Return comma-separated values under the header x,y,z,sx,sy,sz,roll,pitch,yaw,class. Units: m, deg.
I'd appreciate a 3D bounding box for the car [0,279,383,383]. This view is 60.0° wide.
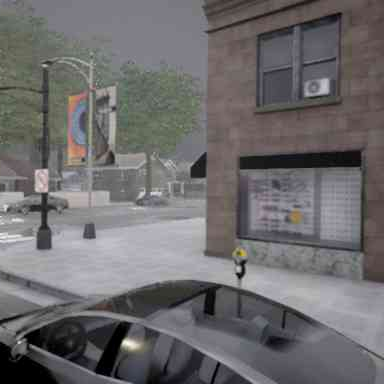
x,y,z,sx,sy,sz,roll,pitch,yaw,class
-0.390,1.532,3.066,4.313,1.339,1.947,1,1,35,car

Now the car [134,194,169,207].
x,y,z,sx,sy,sz,roll,pitch,yaw,class
-4.486,0.959,37.301,1.994,1.385,4.181,1,1,35,car

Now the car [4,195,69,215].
x,y,z,sx,sy,sz,roll,pitch,yaw,class
-12.171,0.967,26.309,2.128,1.511,4.902,1,1,35,car
